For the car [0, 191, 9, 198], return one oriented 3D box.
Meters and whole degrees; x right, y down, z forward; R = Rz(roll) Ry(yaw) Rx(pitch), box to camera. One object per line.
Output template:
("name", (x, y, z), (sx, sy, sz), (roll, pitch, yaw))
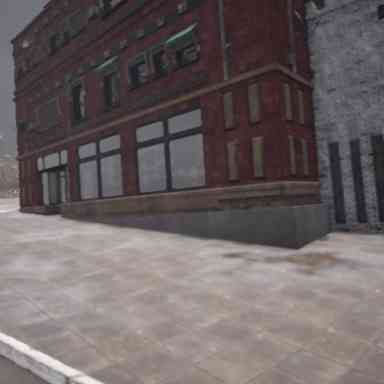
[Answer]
("car", (-37.018, 0.536, 62.996), (2.033, 1.411, 5.357), (-5, 2, 3))
